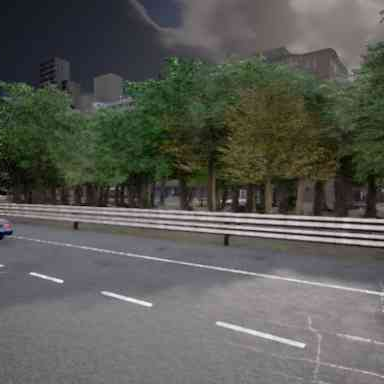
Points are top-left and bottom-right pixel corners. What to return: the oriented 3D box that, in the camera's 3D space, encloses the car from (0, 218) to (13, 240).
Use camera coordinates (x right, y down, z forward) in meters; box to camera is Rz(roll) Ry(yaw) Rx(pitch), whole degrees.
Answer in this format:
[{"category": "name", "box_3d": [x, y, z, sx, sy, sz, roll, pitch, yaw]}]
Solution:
[{"category": "car", "box_3d": [-10.541, 1.550, 15.708, 5.357, 1.411, 2.033, 0, 0, 36]}]
